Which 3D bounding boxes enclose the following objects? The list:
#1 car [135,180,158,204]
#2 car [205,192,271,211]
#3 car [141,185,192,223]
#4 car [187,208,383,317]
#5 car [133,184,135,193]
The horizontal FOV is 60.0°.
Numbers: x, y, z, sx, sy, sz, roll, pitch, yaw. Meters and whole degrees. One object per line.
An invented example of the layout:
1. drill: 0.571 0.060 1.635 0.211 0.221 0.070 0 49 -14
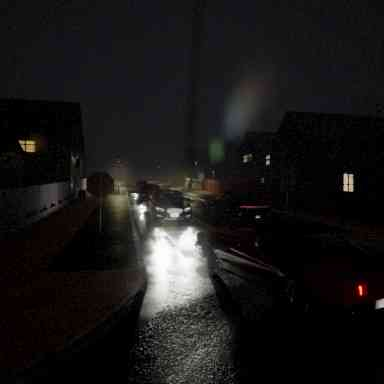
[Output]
1. car: -3.440 0.055 27.613 1.882 1.535 5.008 1 3 -12
2. car: 2.136 0.733 16.689 2.128 1.511 4.902 0 3 -17
3. car: -1.259 0.641 17.195 2.128 1.511 4.902 1 3 -12
4. car: 1.890 1.318 7.074 1.895 1.301 4.718 -1 3 -28
5. car: -6.139 -0.635 40.591 1.837 1.490 4.892 1 3 -12
